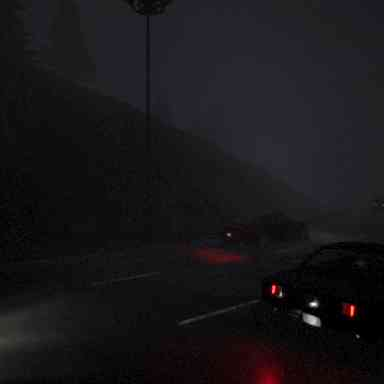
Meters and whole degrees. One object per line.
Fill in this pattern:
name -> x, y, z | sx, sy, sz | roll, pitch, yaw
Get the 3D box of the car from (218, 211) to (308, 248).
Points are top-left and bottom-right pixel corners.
car -> 3.411, 1.604, 15.287 | 5.008, 1.535, 1.882 | 0, 0, -40

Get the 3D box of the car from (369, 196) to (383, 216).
car -> 20.026, 1.411, 35.031 | 2.150, 2.045, 5.566 | 0, 0, 27

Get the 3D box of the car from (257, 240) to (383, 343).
car -> 3.555, 1.640, 6.378 | 4.718, 1.301, 1.895 | 0, -1, -38
